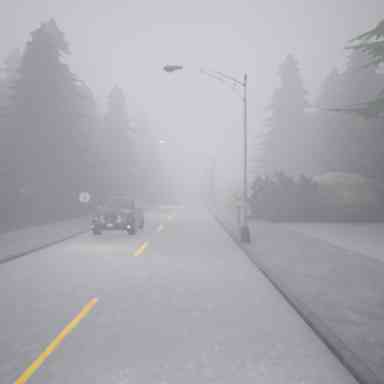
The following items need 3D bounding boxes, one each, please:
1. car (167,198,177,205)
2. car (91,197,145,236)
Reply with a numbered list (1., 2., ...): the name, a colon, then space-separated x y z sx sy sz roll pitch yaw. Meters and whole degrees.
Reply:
1. car: -3.919 1.891 65.298 1.895 1.301 4.718 1 -1 0
2. car: -4.097 1.310 19.359 2.150 2.045 5.566 0 0 0
